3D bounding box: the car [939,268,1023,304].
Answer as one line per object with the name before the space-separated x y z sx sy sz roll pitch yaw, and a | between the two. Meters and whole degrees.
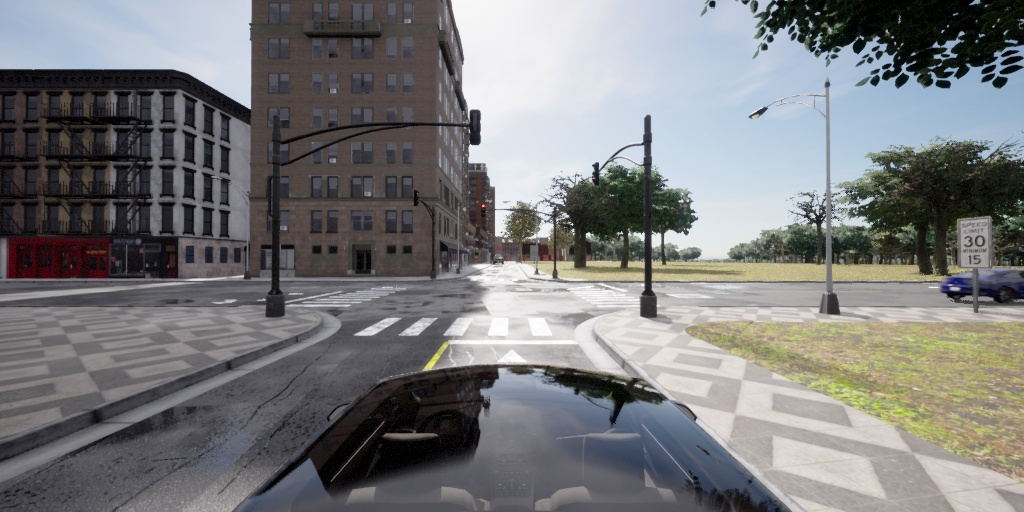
car | 21.396 1.254 15.465 4.674 1.442 1.812 0 -1 0
